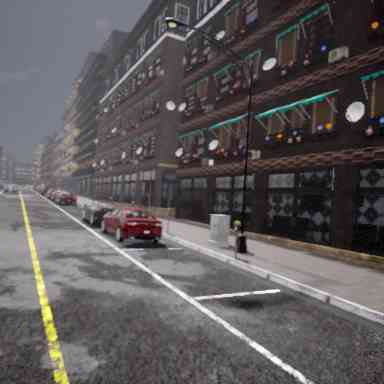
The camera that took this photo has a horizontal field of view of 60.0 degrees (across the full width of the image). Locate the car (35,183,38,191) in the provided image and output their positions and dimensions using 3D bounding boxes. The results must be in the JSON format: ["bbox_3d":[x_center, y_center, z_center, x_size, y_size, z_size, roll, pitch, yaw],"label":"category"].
[{"bbox_3d":[-28.440,-0.570,63.827,1.967,1.590,4.097,6,-1,-28],"label":"car"}]

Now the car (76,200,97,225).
[{"bbox_3d":[-5.339,1.162,19.767,2.008,1.369,4.403,6,-1,-28],"label":"car"}]

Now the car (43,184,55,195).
[{"bbox_3d":[-18.143,0.138,44.257,1.967,1.590,4.097,6,-1,-28],"label":"car"}]

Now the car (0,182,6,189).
[{"bbox_3d":[-43.100,-1.499,74.919,1.887,1.381,4.507,6,-1,-28],"label":"car"}]

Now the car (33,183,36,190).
[{"bbox_3d":[-33.584,-0.770,73.620,1.802,1.307,4.206,6,-1,-28],"label":"car"}]

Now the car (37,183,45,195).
[{"bbox_3d":[-23.297,-0.346,54.033,2.192,1.841,5.009,6,-1,-28],"label":"car"}]

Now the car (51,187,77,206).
[{"bbox_3d":[-13.030,0.601,34.458,1.887,1.381,4.507,6,-1,-28],"label":"car"}]

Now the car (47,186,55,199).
[{"bbox_3d":[-15.594,0.421,39.354,1.887,1.381,4.507,6,-1,-28],"label":"car"}]

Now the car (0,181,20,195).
[{"bbox_3d":[-26.746,-0.436,49.183,2.128,1.511,4.902,4,0,-28],"label":"car"}]

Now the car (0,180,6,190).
[{"bbox_3d":[-40.512,-1.560,70.025,2.192,1.841,5.009,6,-1,-28],"label":"car"}]

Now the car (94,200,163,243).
[{"bbox_3d":[-2.774,1.344,14.869,1.887,1.381,4.507,6,-1,-28],"label":"car"}]

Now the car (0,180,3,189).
[{"bbox_3d":[-27.687,-0.693,45.542,2.192,1.841,5.009,6,-1,-28],"label":"car"}]

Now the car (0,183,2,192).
[{"bbox_3d":[-32.841,-0.796,55.333,1.947,1.339,4.313,6,-1,-28],"label":"car"}]
